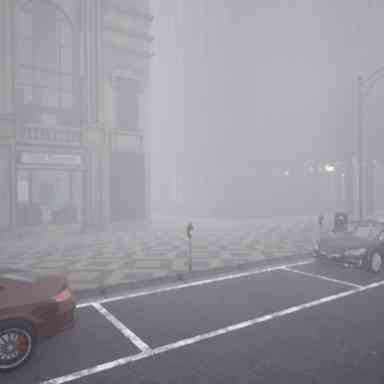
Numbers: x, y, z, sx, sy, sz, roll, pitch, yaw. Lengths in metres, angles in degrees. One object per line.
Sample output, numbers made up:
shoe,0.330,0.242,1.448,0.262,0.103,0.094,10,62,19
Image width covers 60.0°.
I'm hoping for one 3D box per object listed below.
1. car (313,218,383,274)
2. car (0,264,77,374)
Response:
car,5.551,1.500,10.243,4.403,1.369,2.008,0,0,-34
car,-3.646,1.590,4.119,4.206,1.307,1.802,0,0,-34
